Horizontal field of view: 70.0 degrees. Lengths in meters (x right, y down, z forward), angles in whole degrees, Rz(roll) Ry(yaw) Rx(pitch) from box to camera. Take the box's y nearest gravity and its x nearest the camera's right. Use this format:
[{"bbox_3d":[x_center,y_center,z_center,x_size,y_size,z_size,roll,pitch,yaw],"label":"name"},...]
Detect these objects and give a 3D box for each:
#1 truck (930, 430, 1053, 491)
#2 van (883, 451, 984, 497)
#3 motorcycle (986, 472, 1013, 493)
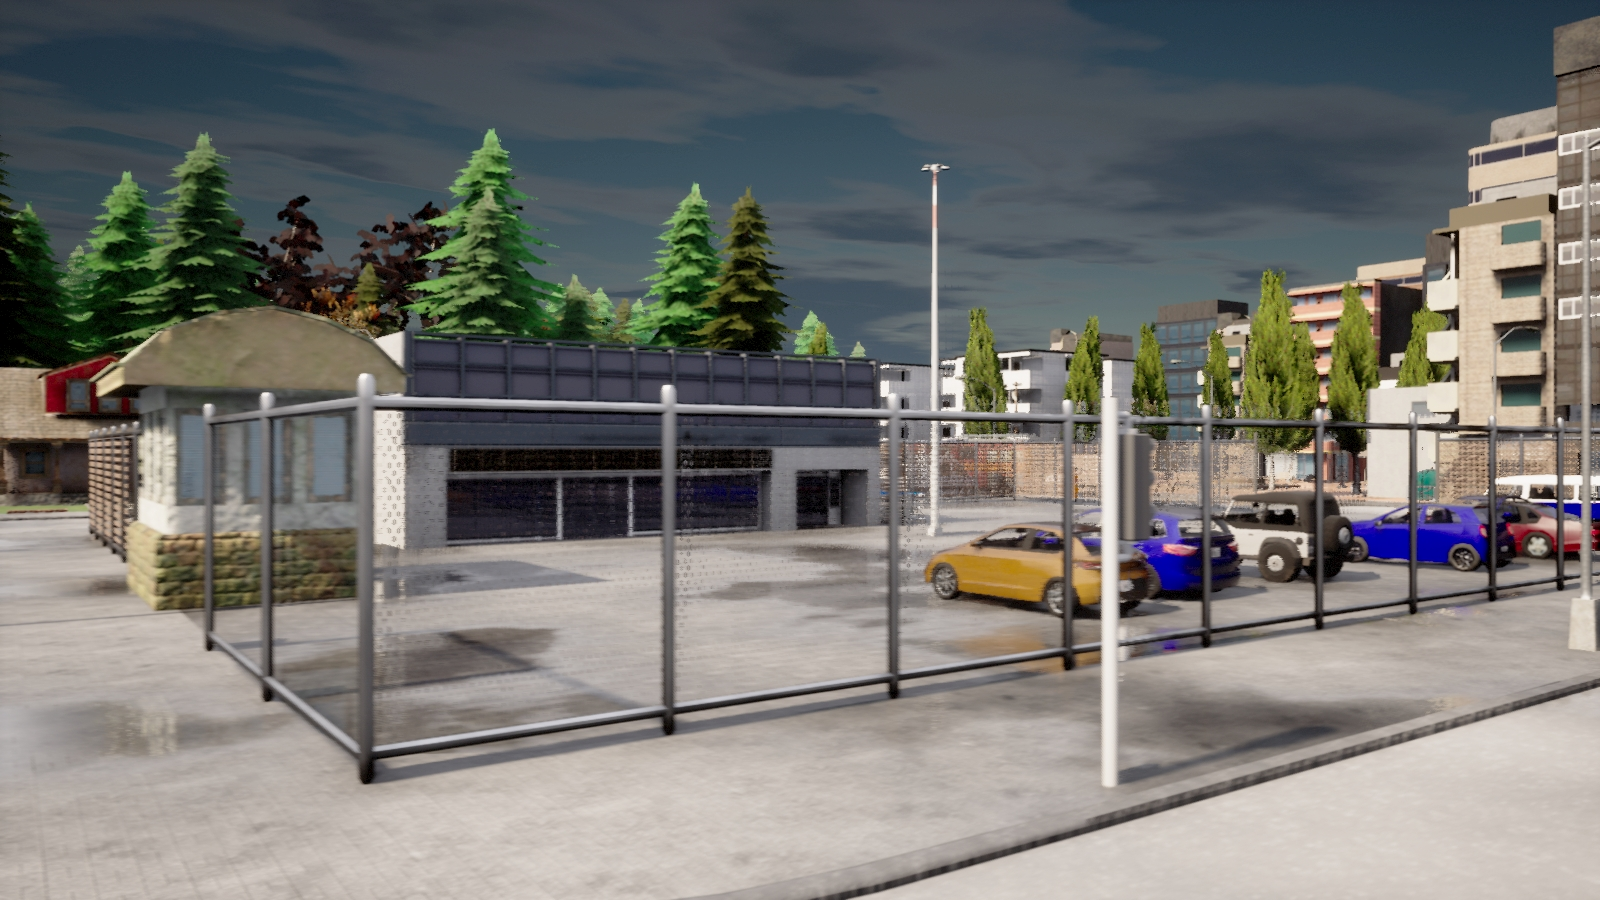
[{"bbox_3d":[12.535,0.670,75.610,2.891,3.827,8.468,0,0,-35],"label":"truck"},{"bbox_3d":[7.661,1.314,65.116,5.915,2.561,1.988,0,0,-36],"label":"van"},{"bbox_3d":[12.151,1.962,69.505,0.856,1.236,1.805,0,0,37],"label":"motorcycle"}]
